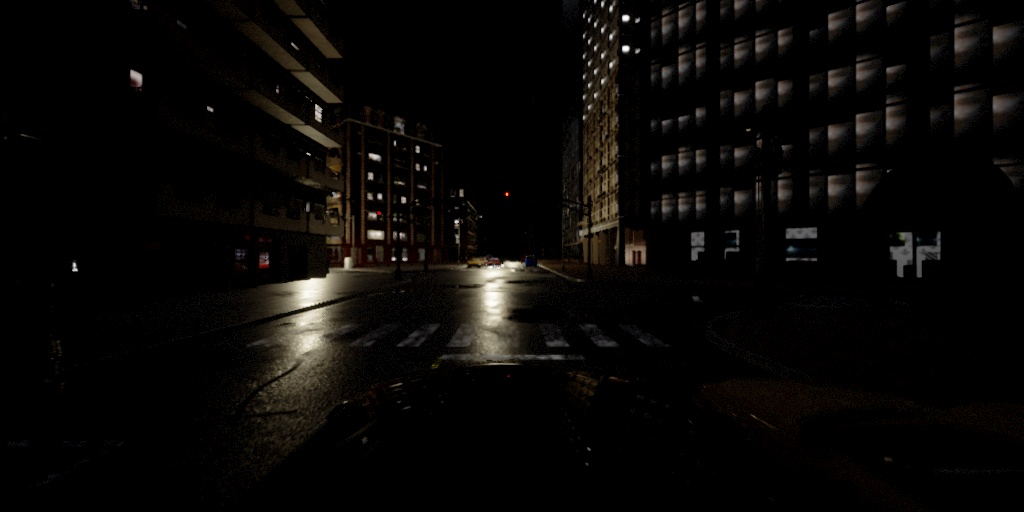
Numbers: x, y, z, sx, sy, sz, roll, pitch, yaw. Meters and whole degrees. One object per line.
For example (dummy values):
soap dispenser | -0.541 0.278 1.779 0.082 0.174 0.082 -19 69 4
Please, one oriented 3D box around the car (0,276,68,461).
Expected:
car | -5.318 1.067 1.369 2.192 1.841 5.009 0 0 0

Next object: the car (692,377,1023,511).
car | 2.563 1.278 1.533 1.751 1.417 4.829 0 0 0

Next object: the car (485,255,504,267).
car | -2.725 0.958 56.366 1.994 1.385 4.181 0 0 0

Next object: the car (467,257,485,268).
car | -5.238 0.952 50.198 1.751 1.417 4.829 0 0 0

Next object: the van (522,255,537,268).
van | 2.642 0.767 50.354 1.690 1.789 3.998 0 0 0
